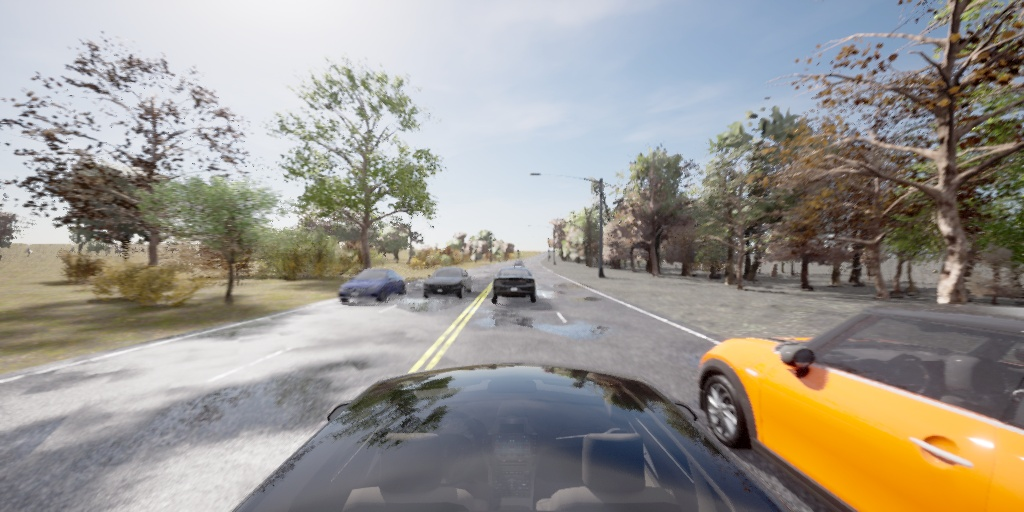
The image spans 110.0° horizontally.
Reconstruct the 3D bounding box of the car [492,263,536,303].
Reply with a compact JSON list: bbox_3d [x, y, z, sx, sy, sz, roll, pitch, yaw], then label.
[{"bbox_3d":[0.115,1.272,17.255,1.882,1.535,5.008,1,-1,1],"label":"car"}]

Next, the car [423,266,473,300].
[{"bbox_3d":[-3.207,1.313,18.663,1.882,1.535,5.008,0,-1,1],"label":"car"}]

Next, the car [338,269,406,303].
[{"bbox_3d":[-6.479,1.341,17.213,1.812,1.442,4.674,0,0,1],"label":"car"}]

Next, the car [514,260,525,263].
[{"bbox_3d":[0.776,1.587,48.388,1.895,1.301,4.718,0,0,2],"label":"car"}]

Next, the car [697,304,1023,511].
[{"bbox_3d":[3.251,1.106,2.436,2.097,1.767,4.553,0,-1,0],"label":"car"}]
